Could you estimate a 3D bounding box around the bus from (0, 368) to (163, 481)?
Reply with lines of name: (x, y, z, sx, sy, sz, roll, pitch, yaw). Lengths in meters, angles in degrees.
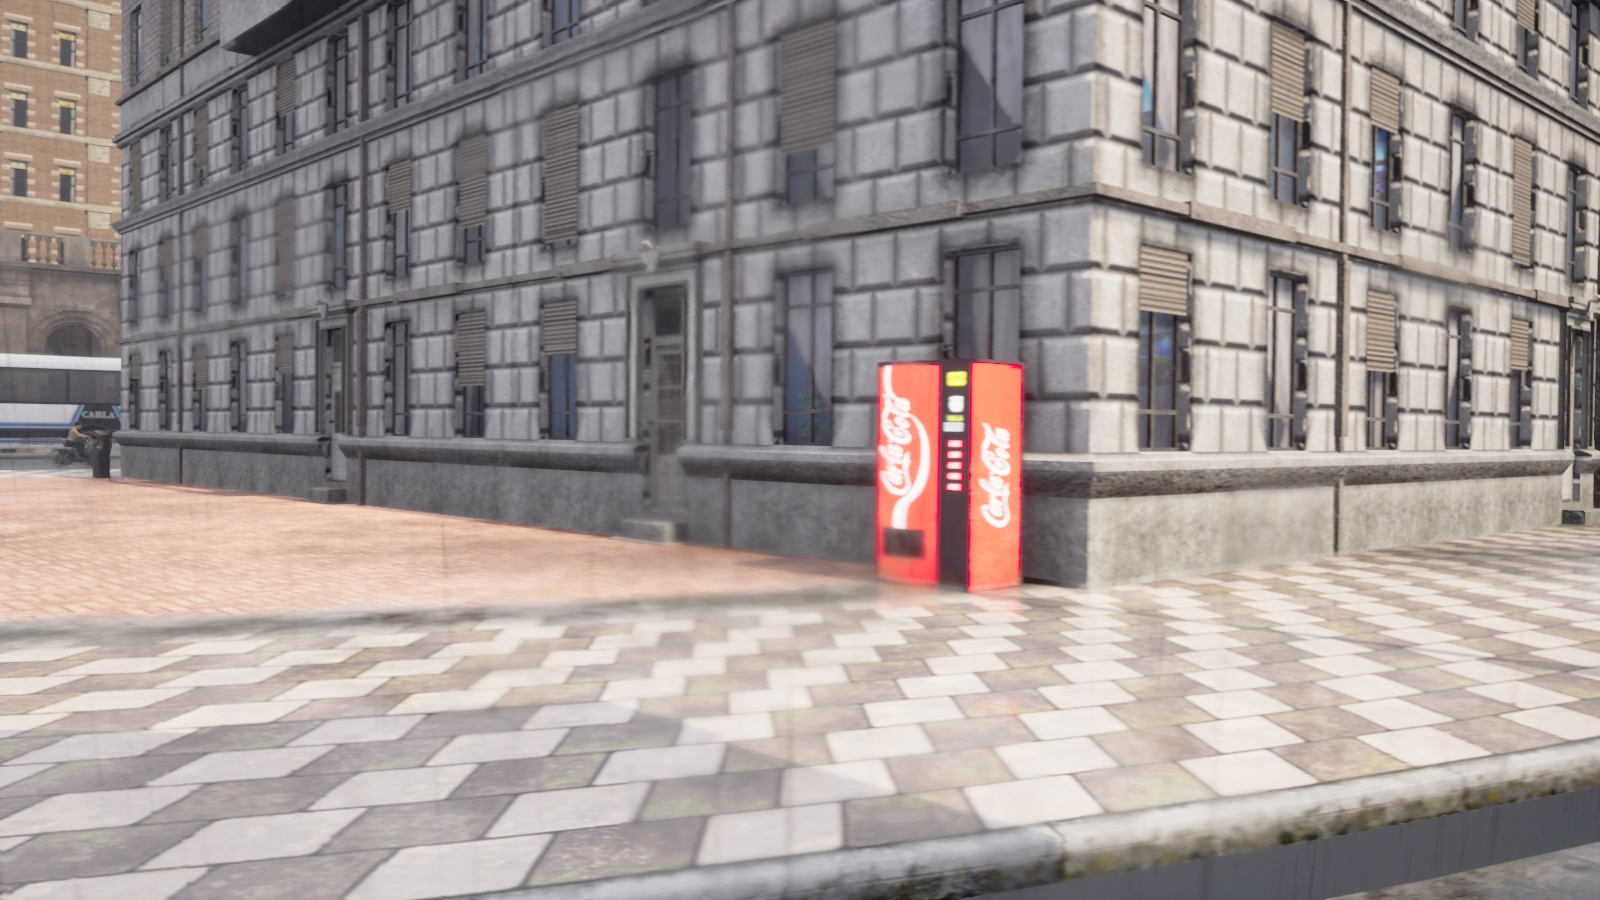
bus: (-31.215, -0.980, 49.334, 10.273, 4.253, 3.944, -1, 1, -43)

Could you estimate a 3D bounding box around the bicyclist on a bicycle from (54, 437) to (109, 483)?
bicyclist on a bicycle: (-25.697, 0.338, 44.918, 1.509, 1.612, 0.866, -1, 1, -42)
